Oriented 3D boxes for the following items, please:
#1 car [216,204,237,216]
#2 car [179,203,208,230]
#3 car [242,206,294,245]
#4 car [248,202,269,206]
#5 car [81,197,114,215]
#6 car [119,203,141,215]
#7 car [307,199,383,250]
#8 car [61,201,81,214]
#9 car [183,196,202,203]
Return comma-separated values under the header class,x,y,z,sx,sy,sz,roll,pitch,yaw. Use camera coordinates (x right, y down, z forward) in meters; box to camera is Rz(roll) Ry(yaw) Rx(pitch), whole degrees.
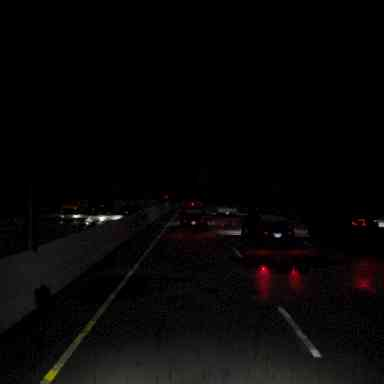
class,x,y,z,sx,sy,sz,roll,pitch,yaw
car,3.597,1.901,35.877,1.895,1.301,4.718,0,-1,0
car,0.101,1.702,22.488,1.812,1.442,4.674,0,0,0
car,3.599,1.650,16.249,1.812,1.442,4.674,0,0,0
car,7.097,1.799,35.250,1.837,1.490,4.892,0,-1,0
car,-10.608,1.549,38.581,2.150,2.045,5.566,0,-1,0
car,-7.110,1.925,38.228,1.895,1.301,4.718,0,-1,0
car,7.099,1.336,15.065,2.150,2.045,5.566,0,0,0
car,-14.123,1.821,40.246,1.882,1.535,5.008,0,-1,0
car,0.092,1.566,40.790,2.150,2.045,5.566,0,-1,0
